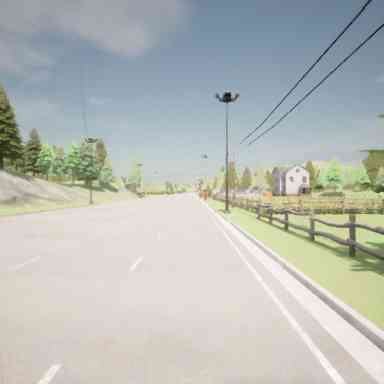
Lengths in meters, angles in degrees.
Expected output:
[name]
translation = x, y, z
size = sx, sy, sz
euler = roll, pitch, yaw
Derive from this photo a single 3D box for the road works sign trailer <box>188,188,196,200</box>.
[road works sign trailer]
translation = -0.011, 0.464, 95.168
size = 2.380, 3.560, 2.880
euler = 0, 0, 0
